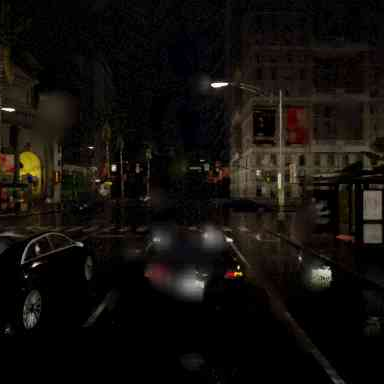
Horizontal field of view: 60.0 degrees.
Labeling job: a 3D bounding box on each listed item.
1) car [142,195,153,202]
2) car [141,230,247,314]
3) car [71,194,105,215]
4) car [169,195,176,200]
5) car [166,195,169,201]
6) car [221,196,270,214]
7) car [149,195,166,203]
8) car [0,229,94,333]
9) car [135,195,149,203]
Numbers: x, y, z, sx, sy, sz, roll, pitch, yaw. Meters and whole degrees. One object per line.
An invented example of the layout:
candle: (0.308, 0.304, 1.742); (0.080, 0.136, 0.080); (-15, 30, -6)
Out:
car: (-10.711, 1.524, 80.307); (1.812, 1.442, 4.674); (0, 0, 0)
car: (0.043, 1.564, 7.710); (1.994, 1.385, 4.181); (0, 0, 0)
car: (-10.694, 1.221, 34.772); (2.150, 2.045, 5.566); (0, 0, 0)
car: (-5.962, 1.478, 92.266); (1.882, 1.535, 5.008); (0, 0, 13)
car: (-7.208, 1.524, 80.113); (1.812, 1.442, 4.674); (0, 0, 0)
car: (5.773, 1.477, 35.368); (5.008, 1.535, 1.882); (0, 1, 13)
car: (-7.187, 1.525, 70.066); (2.128, 1.511, 4.902); (0, 0, 0)
car: (-3.461, 1.492, 6.772); (2.128, 1.511, 4.902); (0, 0, 0)
car: (-10.688, 1.540, 70.328); (2.033, 1.411, 5.357); (0, 0, 0)
